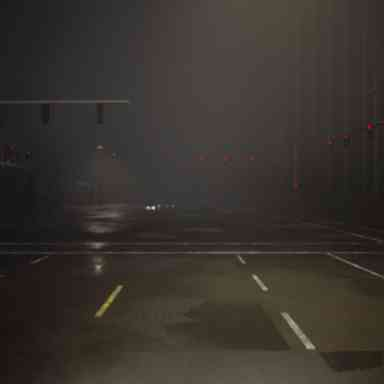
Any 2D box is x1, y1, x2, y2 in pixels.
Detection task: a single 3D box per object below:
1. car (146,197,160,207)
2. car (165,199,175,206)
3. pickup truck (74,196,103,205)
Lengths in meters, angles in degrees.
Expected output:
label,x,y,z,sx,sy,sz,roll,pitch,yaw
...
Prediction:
label,x,y,z,sx,sy,sz,roll,pitch,yaw
car,-8.142,2.121,66.501,2.128,1.511,4.902,0,-1,-1
car,-4.731,2.200,72.078,2.033,1.411,5.357,0,-1,-1
pickup truck,-21.307,1.695,69.098,2.390,2.098,6.274,0,-1,30
